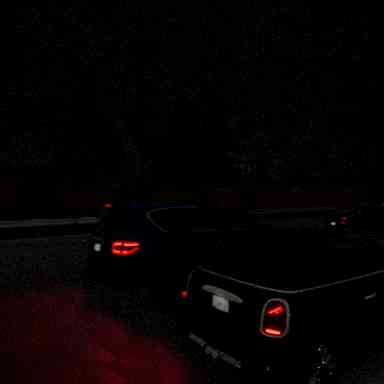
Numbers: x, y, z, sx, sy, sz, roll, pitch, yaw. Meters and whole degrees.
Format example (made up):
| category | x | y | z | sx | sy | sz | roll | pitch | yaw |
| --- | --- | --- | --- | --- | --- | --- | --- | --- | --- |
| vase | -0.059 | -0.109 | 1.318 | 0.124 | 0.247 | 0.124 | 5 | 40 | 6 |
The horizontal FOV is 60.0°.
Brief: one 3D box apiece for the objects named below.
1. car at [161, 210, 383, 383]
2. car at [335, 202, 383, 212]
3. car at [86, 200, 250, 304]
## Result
| category | x | y | z | sx | sy | sz | roll | pitch | yaw |
| --- | --- | --- | --- | --- | --- | --- | --- | --- | --- |
| car | 2.060 | 1.353 | 5.241 | 4.553 | 1.767 | 2.097 | 0 | 0 | -36 |
| car | 9.468 | 1.526 | 19.247 | 4.674 | 1.442 | 1.812 | 0 | 0 | -36 |
| car | 0.268 | 1.219 | 8.260 | 5.566 | 2.045 | 2.150 | 0 | 0 | -36 |
